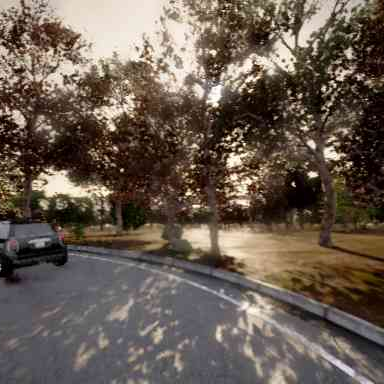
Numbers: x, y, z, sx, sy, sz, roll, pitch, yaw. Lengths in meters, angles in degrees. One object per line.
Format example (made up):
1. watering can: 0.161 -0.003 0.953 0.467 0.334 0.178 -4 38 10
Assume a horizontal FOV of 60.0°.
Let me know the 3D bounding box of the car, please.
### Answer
1. car: -6.462 1.772 11.989 4.553 1.767 2.097 -3 -1 40
